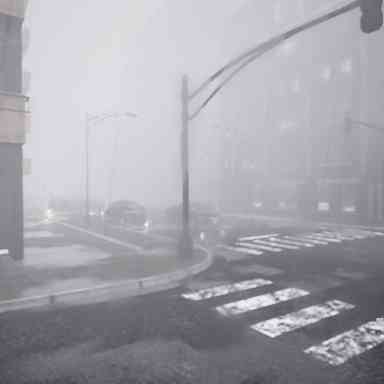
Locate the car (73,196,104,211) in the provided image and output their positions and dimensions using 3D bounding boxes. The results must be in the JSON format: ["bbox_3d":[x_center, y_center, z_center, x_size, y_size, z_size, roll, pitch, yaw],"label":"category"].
[{"bbox_3d":[-11.896,1.484,38.924,2.033,1.411,5.357,-1,1,-35],"label":"car"}]

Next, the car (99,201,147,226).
[{"bbox_3d":[-4.819,1.576,23.912,1.887,1.381,4.507,0,0,-35],"label":"car"}]

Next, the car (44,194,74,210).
[{"bbox_3d":[-16.318,1.382,40.754,1.967,1.590,4.097,0,0,-35],"label":"car"}]

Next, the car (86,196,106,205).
[{"bbox_3d":[-15.993,1.344,55.010,1.752,1.417,4.829,0,0,-35],"label":"car"}]

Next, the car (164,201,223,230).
[{"bbox_3d":[-0.010,1.519,21.733,2.128,1.511,4.902,-1,1,-35],"label":"car"}]

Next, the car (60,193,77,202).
[{"bbox_3d":[-25.598,1.064,68.887,2.192,1.841,5.009,0,0,-35],"label":"car"}]

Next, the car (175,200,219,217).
[{"bbox_3d":[0.355,1.485,31.569,1.887,1.381,4.507,0,0,-35],"label":"car"}]

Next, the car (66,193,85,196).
[{"bbox_3d":[-18.491,1.191,54.062,2.097,1.767,4.553,-1,1,-35],"label":"car"}]

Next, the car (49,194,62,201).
[{"bbox_3d":[-32.065,1.254,78.234,2.008,1.369,4.403,0,0,-35],"label":"car"}]

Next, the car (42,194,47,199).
[{"bbox_3d":[-35.395,1.205,83.047,1.752,1.417,4.829,0,0,-35],"label":"car"}]

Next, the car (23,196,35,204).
[{"bbox_3d":[-29.253,1.412,59.445,1.947,1.339,4.313,0,0,-35],"label":"car"}]

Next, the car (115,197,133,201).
[{"bbox_3d":[-5.894,1.459,30.240,1.882,1.535,5.008,-1,1,-35],"label":"car"}]

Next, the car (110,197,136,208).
[{"bbox_3d":[-9.526,1.392,45.665,1.752,1.417,4.829,0,0,-35],"label":"car"}]

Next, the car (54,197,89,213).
[{"bbox_3d":[-13.084,1.517,36.082,2.008,1.369,4.403,0,0,-35],"label":"car"}]
